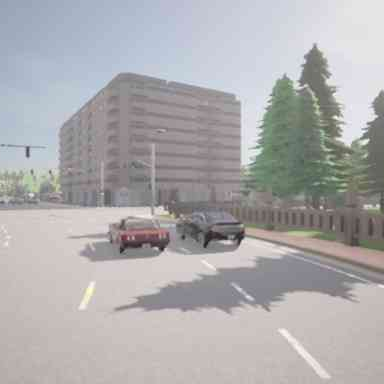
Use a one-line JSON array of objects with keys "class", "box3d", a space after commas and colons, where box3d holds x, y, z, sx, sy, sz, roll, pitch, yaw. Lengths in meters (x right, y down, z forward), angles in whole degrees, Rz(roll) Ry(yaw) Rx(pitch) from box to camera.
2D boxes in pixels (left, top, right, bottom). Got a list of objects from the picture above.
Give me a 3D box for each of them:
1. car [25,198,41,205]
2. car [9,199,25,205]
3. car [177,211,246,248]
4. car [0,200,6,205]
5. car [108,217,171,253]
[{"class": "car", "box3d": [-39.899, 2.457, 83.385, 1.895, 1.301, 4.718, 0, -1, -32]}, {"class": "car", "box3d": [-43.070, 2.412, 81.860, 1.994, 1.385, 4.181, 0, -1, -32]}, {"class": "car", "box3d": [0.733, 1.643, 15.856, 2.128, 1.511, 4.902, 0, 0, -21]}, {"class": "car", "box3d": [-45.463, 2.438, 79.071, 1.895, 1.301, 4.718, 0, -1, -32]}, {"class": "car", "box3d": [-2.476, 1.745, 14.492, 1.895, 1.301, 4.718, 0, -1, -21]}]
